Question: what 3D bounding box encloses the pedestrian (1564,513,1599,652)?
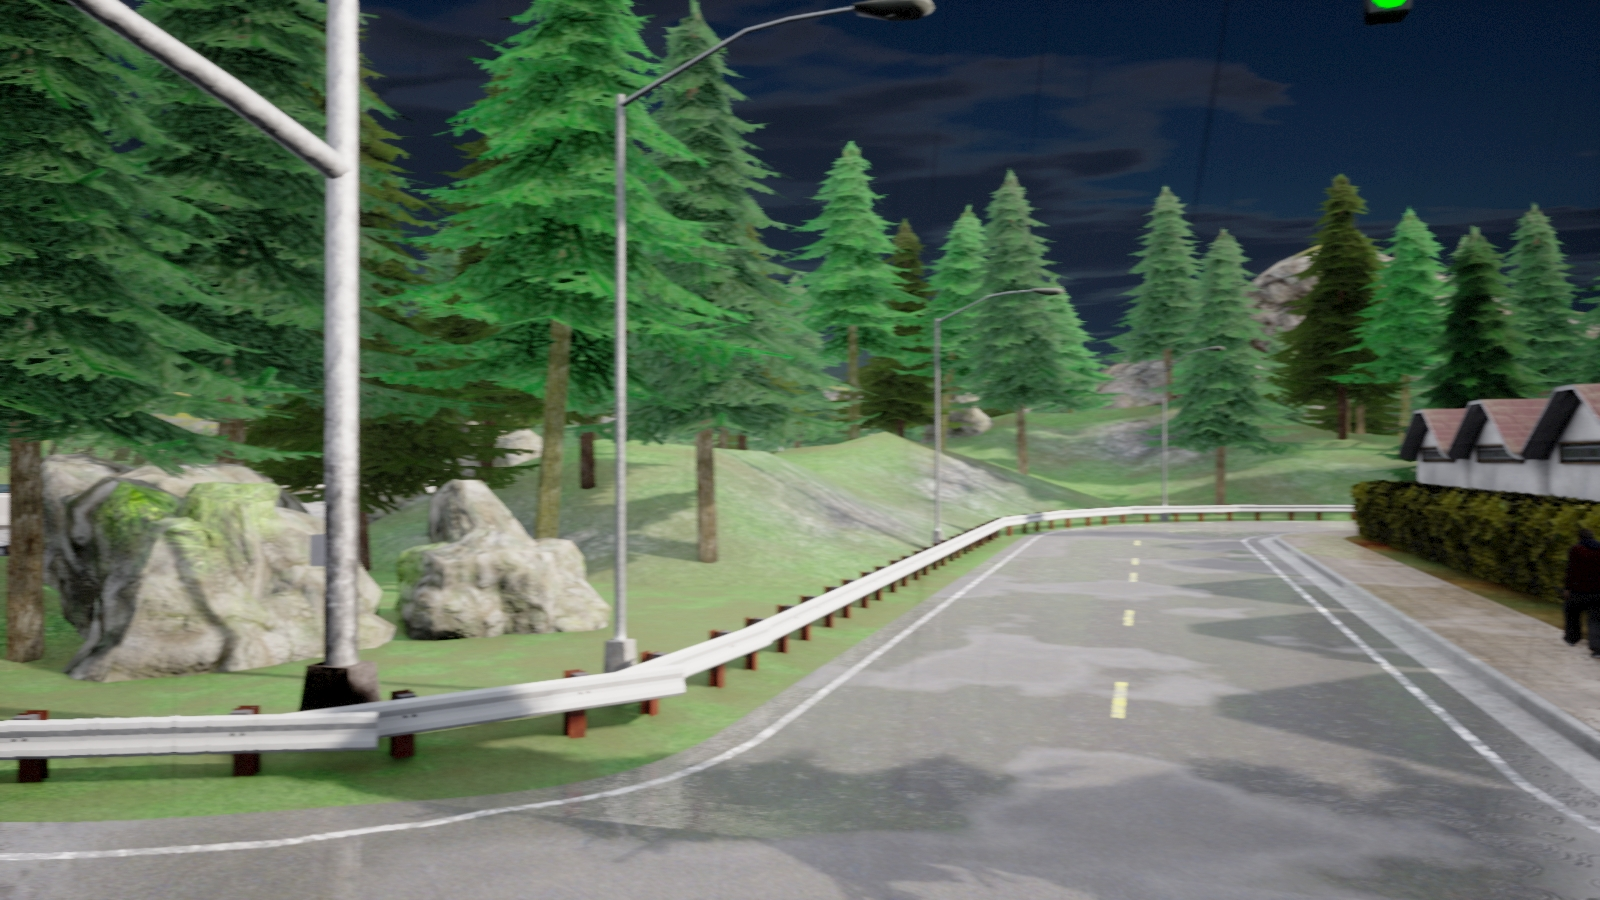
[{"bbox_3d":[10.802,1.809,15.724,0.375,1.860,0.375,0,0,17],"label":"pedestrian"}]
